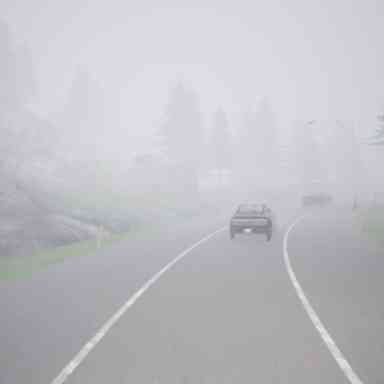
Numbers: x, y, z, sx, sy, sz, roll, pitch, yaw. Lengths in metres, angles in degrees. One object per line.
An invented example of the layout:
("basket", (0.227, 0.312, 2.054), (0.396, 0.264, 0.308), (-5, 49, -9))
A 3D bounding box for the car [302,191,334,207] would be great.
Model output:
("car", (12.754, 0.666, 33.616), (1.882, 1.535, 5.008), (-4, 0, 39))

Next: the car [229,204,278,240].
("car", (3.022, 1.322, 15.991), (2.128, 1.511, 4.902), (-1, 1, 18))
